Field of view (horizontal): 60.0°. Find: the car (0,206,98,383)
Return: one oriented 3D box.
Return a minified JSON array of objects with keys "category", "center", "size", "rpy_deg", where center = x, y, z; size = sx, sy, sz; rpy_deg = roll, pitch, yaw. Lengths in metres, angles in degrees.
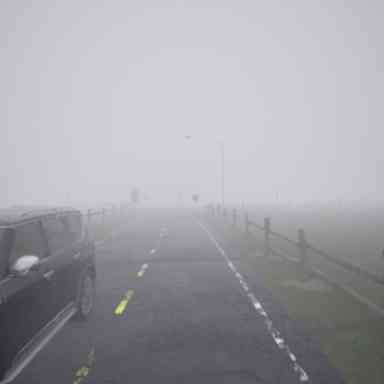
[{"category":"car","center":[-2.902,1.266,4.416],"size":[2.150,2.045,5.566],"rpy_deg":[0,0,-1]}]

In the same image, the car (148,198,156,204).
[{"category":"car","center":[-10.789,2.500,88.782],"size":[1.837,1.490,4.892],"rpy_deg":[0,-1,-10]}]
